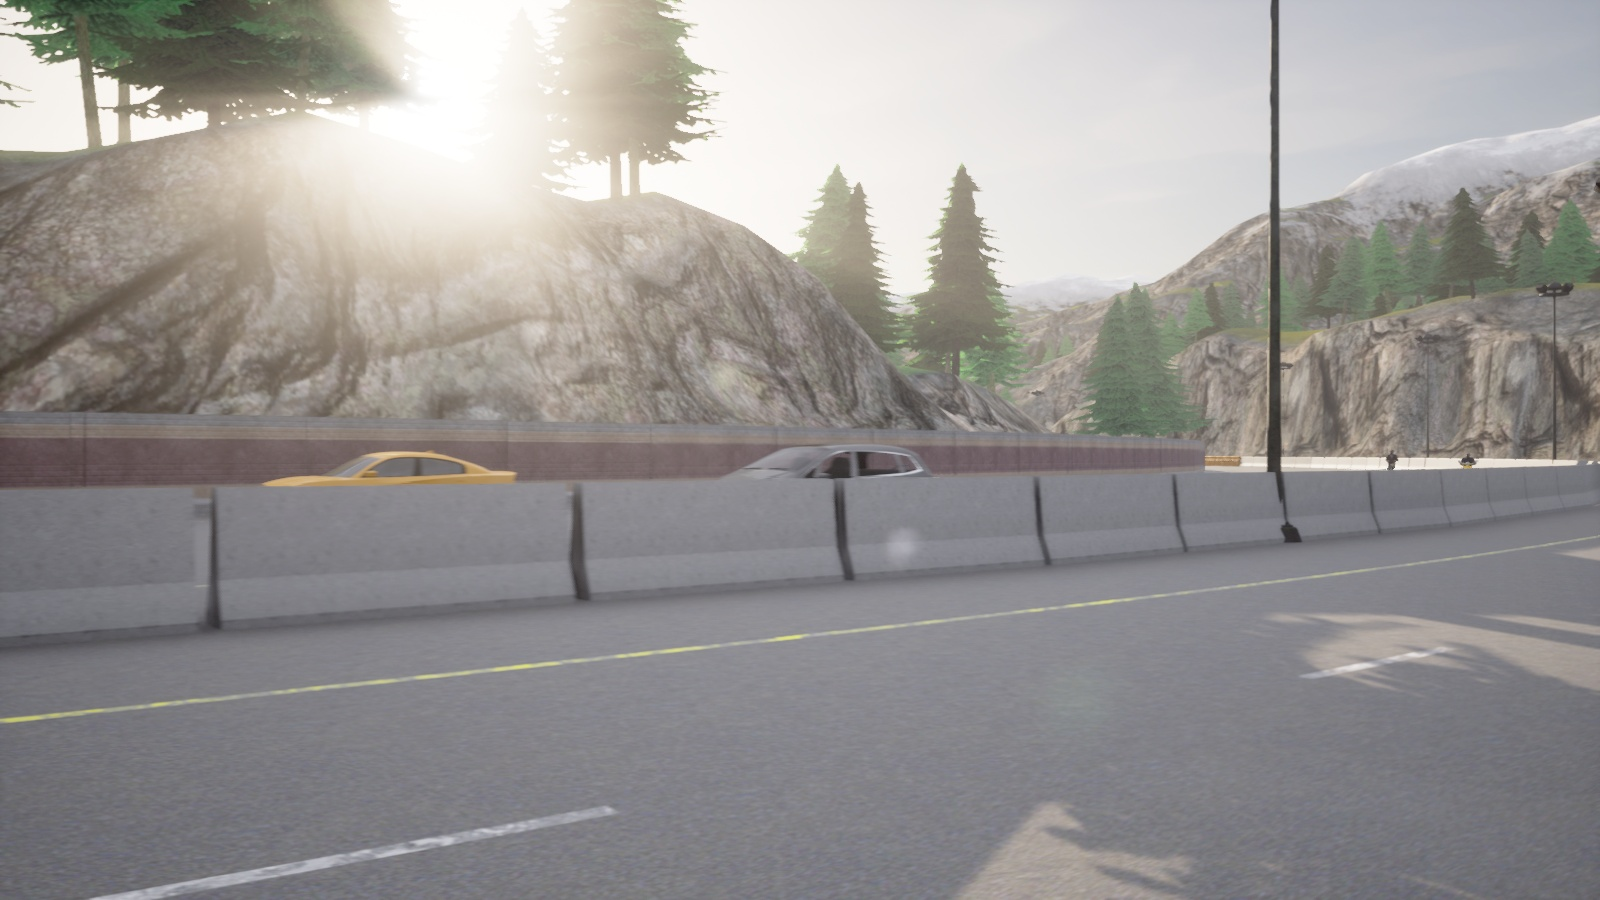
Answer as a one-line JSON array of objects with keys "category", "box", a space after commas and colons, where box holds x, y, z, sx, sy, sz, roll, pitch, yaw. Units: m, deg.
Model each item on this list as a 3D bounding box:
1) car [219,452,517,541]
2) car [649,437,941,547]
[{"category": "car", "box": [-8.114, 0.802, 23.846, 5.008, 1.535, 1.882, 0, 0, -38]}, {"category": "car", "box": [-0.014, 0.644, 21.394, 4.611, 1.667, 2.242, 0, 0, -40]}]
